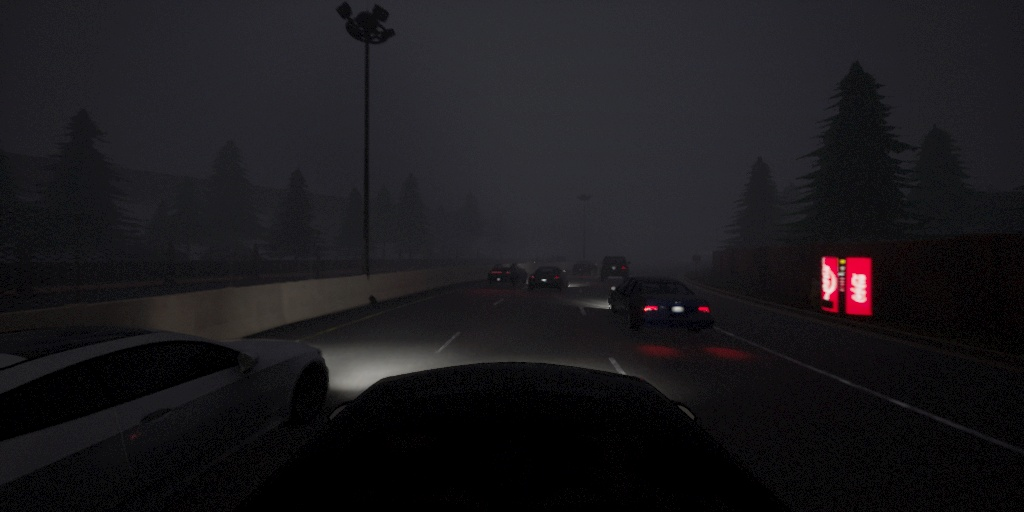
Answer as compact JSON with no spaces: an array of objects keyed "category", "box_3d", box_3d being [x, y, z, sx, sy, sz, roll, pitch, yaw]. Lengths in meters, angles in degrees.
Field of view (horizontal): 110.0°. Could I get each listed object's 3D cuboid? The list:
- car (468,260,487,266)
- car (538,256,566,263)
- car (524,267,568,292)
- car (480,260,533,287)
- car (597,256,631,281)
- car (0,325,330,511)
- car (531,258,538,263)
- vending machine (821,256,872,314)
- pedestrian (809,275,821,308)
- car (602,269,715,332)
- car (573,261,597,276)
[{"category":"car","box_3d":[-4.551,1.259,52.273,1.812,1.442,4.674,0,0,28]},{"category":"car","box_3d":[6.918,1.004,57.824,2.150,2.045,5.566,0,0,34]},{"category":"car","box_3d":[2.272,1.331,21.901,1.994,1.385,4.181,0,0,14]},{"category":"car","box_3d":[-0.227,1.242,24.564,2.128,1.511,4.902,0,0,14]},{"category":"car","box_3d":[8.666,1.013,29.988,2.150,2.045,5.566,0,0,19]},{"category":"car","box_3d":[-3.280,1.261,2.709,1.812,1.442,4.674,0,0,0]},{"category":"car","box_3d":[3.967,1.124,59.680,2.097,1.767,4.553,0,0,34]},{"category":"vending machine","box_3d":[11.359,0.998,12.217,1.100,2.100,0.880,0,0,8]},{"category":"pedestrian","box_3d":[11.064,1.222,13.008,0.375,1.300,0.375,0,0,9]},{"category":"car","box_3d":[4.239,1.317,11.011,2.033,1.411,5.357,0,0,7]},{"category":"car","box_3d":[8.004,1.271,38.705,1.882,1.535,5.008,-1,0,25]}]
